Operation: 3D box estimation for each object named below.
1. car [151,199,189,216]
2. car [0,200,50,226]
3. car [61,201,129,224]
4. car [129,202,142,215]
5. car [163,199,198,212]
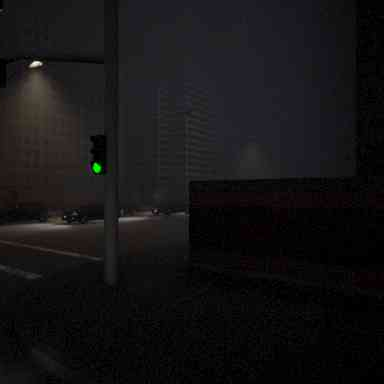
[{"bbox_3d":[-1.929,1.498,32.740,2.128,1.511,4.902,0,0,36],"label":"car"},{"bbox_3d":[-12.693,1.359,23.816,2.097,1.767,4.553,0,0,36],"label":"car"},{"bbox_3d":[-7.430,1.511,25.144,1.837,1.490,4.892,0,0,36],"label":"car"},{"bbox_3d":[-7.152,1.555,31.501,2.033,1.411,5.357,0,0,36],"label":"car"},{"bbox_3d":[-1.352,1.571,39.493,1.994,1.385,4.181,0,0,36],"label":"car"}]
